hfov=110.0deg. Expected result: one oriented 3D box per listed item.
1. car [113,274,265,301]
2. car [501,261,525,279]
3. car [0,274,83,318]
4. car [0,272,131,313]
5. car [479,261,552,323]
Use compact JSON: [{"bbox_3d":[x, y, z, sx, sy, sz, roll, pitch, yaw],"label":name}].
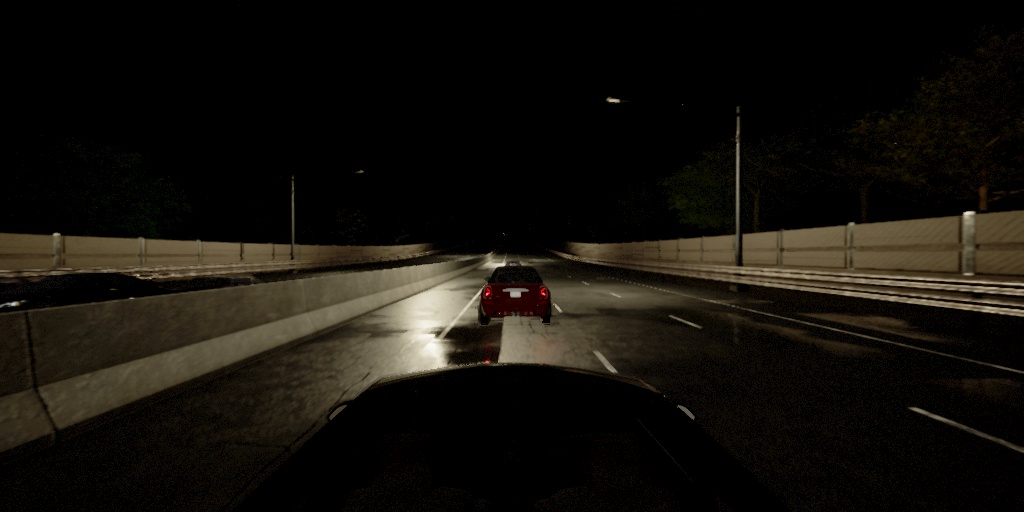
[{"bbox_3d":[-10.499,1.345,12.720,1.895,1.301,4.718,0,0,0],"label":"car"},{"bbox_3d":[0.102,1.199,32.689,2.033,1.411,5.357,0,0,0],"label":"car"},{"bbox_3d":[-17.513,1.345,11.461,1.895,1.301,4.718,0,0,0],"label":"car"},{"bbox_3d":[-14.012,1.270,11.584,1.812,1.442,4.674,0,0,0],"label":"car"},{"bbox_3d":[0.101,1.096,12.174,2.097,1.767,4.553,0,0,0],"label":"car"}]
